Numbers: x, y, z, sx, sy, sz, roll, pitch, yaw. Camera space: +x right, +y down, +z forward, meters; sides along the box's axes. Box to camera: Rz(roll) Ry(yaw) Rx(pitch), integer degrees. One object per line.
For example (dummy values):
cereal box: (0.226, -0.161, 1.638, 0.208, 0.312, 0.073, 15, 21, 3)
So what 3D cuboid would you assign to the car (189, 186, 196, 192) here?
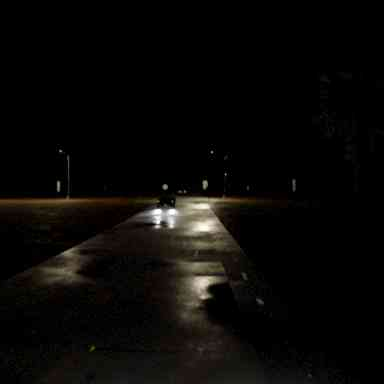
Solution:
car: (0.036, -0.793, 92.078, 1.994, 1.385, 4.181, 0, 2, 0)

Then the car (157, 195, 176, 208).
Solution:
car: (-2.736, 0.992, 36.557, 1.895, 1.301, 4.718, 0, 2, 0)
